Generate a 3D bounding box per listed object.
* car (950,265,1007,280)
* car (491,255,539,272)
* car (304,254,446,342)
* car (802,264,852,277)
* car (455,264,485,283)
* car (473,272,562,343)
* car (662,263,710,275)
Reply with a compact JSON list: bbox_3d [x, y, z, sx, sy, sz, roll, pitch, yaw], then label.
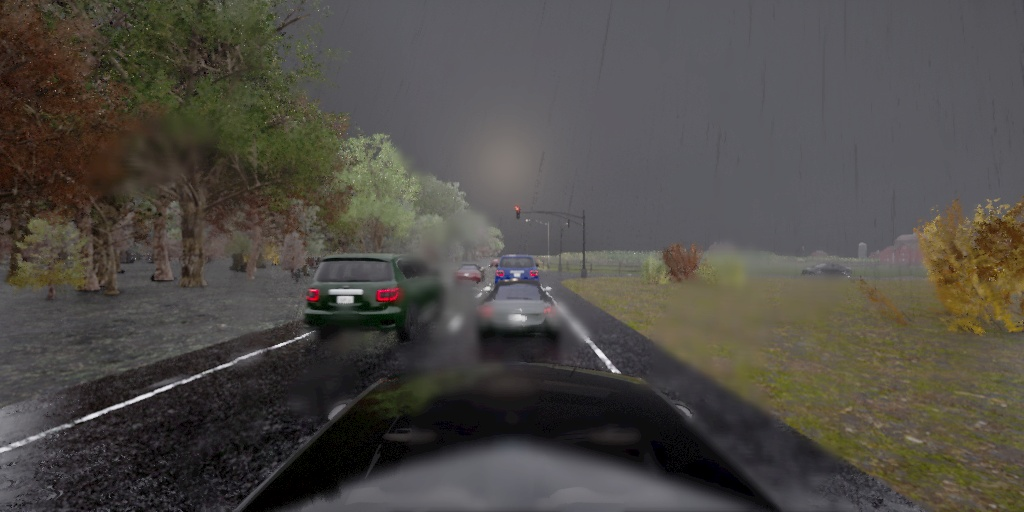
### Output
[{"bbox_3d":[49.445,1.841,38.023,4.181,1.385,1.994,1,-1,2],"label":"car"},{"bbox_3d":[0.265,0.973,19.131,2.150,2.045,5.566,0,0,1],"label":"car"},{"bbox_3d":[-3.326,0.971,9.899,2.150,2.045,5.566,0,0,1],"label":"car"},{"bbox_3d":[36.701,1.701,41.821,4.892,1.490,1.837,0,-1,1],"label":"car"},{"bbox_3d":[-3.155,1.316,27.557,1.994,1.385,4.181,0,0,1],"label":"car"},{"bbox_3d":[0.170,1.315,9.718,1.994,1.385,4.181,0,0,1],"label":"car"},{"bbox_3d":[20.403,1.567,42.061,5.357,1.411,2.033,1,-1,1],"label":"car"}]
